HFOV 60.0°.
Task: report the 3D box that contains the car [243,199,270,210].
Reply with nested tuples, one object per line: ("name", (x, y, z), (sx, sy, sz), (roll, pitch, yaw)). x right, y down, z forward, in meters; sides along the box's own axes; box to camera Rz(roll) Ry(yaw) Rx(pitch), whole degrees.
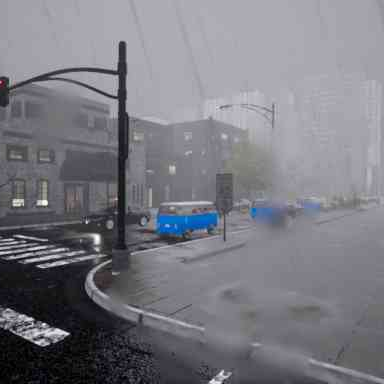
("car", (8.842, 1.629, 45.094), (1.887, 1.381, 4.507), (0, 0, 35))

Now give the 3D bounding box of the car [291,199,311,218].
("car", (9.363, 1.656, 31.225), (1.887, 1.381, 4.507), (0, 0, 35))

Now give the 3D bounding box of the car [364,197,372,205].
("car", (34.696, 1.810, 67.414), (1.887, 1.381, 4.507), (0, 0, 35))

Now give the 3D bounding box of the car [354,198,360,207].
("car", (25.198, 1.517, 53.844), (2.192, 1.841, 5.009), (0, 0, 35))

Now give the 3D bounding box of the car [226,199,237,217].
("car", (1.993, 1.561, 30.787), (1.837, 1.490, 4.892), (1, 0, 35))

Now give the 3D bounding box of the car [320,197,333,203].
("car", (31.007, 1.792, 76.758), (1.947, 1.339, 4.313), (0, 0, 35))

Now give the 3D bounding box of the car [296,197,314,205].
("car", (21.508, 1.706, 63.187), (1.887, 1.381, 4.507), (0, 0, 35))

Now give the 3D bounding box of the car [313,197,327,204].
("car", (27.744, 1.729, 72.095), (1.752, 1.417, 4.829), (0, 0, 35))

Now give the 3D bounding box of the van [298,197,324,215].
("van", (12.531, 1.469, 35.749), (1.690, 1.788, 3.998), (0, 0, 35))

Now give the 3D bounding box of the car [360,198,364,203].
("car", (28.461, 1.748, 58.506), (1.752, 1.417, 4.829), (0, 0, 35))

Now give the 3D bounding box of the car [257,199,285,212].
("car", (10.100, 1.624, 42.316), (1.812, 1.442, 4.674), (1, 0, 35))

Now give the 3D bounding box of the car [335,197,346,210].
("car", (18.863, 1.729, 44.796), (1.947, 1.339, 4.313), (0, 0, 35))

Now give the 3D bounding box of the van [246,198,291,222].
("van", (6.198, 1.436, 26.702), (1.690, 1.788, 3.998), (0, 0, 35))

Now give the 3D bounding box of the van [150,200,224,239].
("van", (-0.135, 1.407, 17.655), (1.690, 1.788, 3.998), (0, 0, 35))

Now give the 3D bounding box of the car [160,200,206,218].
("car", (-0.755, 1.558, 31.383), (1.752, 1.417, 4.829), (0, 0, 35))

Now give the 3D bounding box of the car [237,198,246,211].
("car", (5.677, 1.507, 40.570), (1.967, 1.590, 4.097), (0, 0, 35))

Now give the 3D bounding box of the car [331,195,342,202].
("car", (37.341, 1.713, 85.805), (1.967, 1.590, 4.097), (0, 0, 35))

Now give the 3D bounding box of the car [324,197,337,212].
("car", (15.795, 1.671, 40.412), (1.752, 1.417, 4.829), (0, 0, 35))

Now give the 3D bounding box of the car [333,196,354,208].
("car", (22.032, 1.497, 49.320), (2.192, 1.841, 5.009), (0, 0, 35))

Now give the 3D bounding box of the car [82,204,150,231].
("car", (-4.699, 1.529, 21.230), (1.837, 1.490, 4.892), (1, 0, 35))

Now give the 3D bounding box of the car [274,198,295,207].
("car", (15.175, 1.666, 54.140), (1.887, 1.381, 4.507), (0, 0, 35))

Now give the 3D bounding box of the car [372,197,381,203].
("car", (44.196, 1.900, 80.984), (1.947, 1.339, 4.313), (0, 0, 35))
